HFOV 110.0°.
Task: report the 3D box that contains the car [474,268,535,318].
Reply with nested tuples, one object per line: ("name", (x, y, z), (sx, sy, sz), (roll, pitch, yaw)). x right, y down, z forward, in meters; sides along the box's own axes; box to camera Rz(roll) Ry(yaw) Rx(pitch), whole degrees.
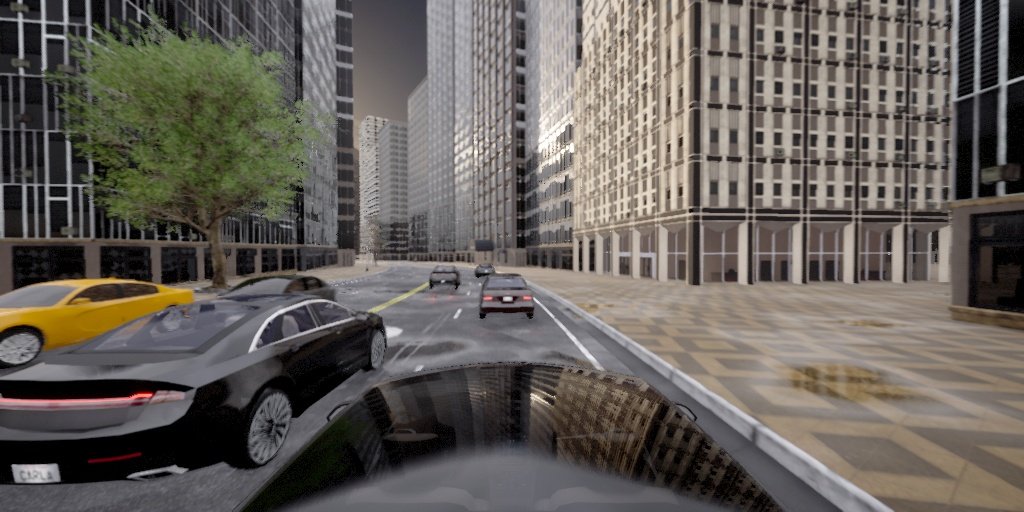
("car", (-0.269, 1.345, 13.249), (2.033, 1.411, 5.357), (0, 0, -3))

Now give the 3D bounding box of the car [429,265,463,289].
("car", (-4.403, 1.347, 24.039), (2.128, 1.511, 4.902), (0, 0, -6))

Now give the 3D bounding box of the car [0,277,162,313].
("car", (-9.988, 1.279, 8.162), (1.882, 1.535, 5.008), (0, 0, -2))

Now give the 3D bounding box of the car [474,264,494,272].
("car", (-2.814, 1.464, 36.969), (1.994, 1.385, 4.181), (0, 0, -9))

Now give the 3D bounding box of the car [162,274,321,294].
("car", (-6.800, 1.310, 10.341), (1.837, 1.490, 4.892), (0, -1, -2))

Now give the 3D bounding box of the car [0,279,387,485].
("car", (-3.246, 1.261, 4.845), (2.128, 1.511, 4.902), (0, 0, -1))
